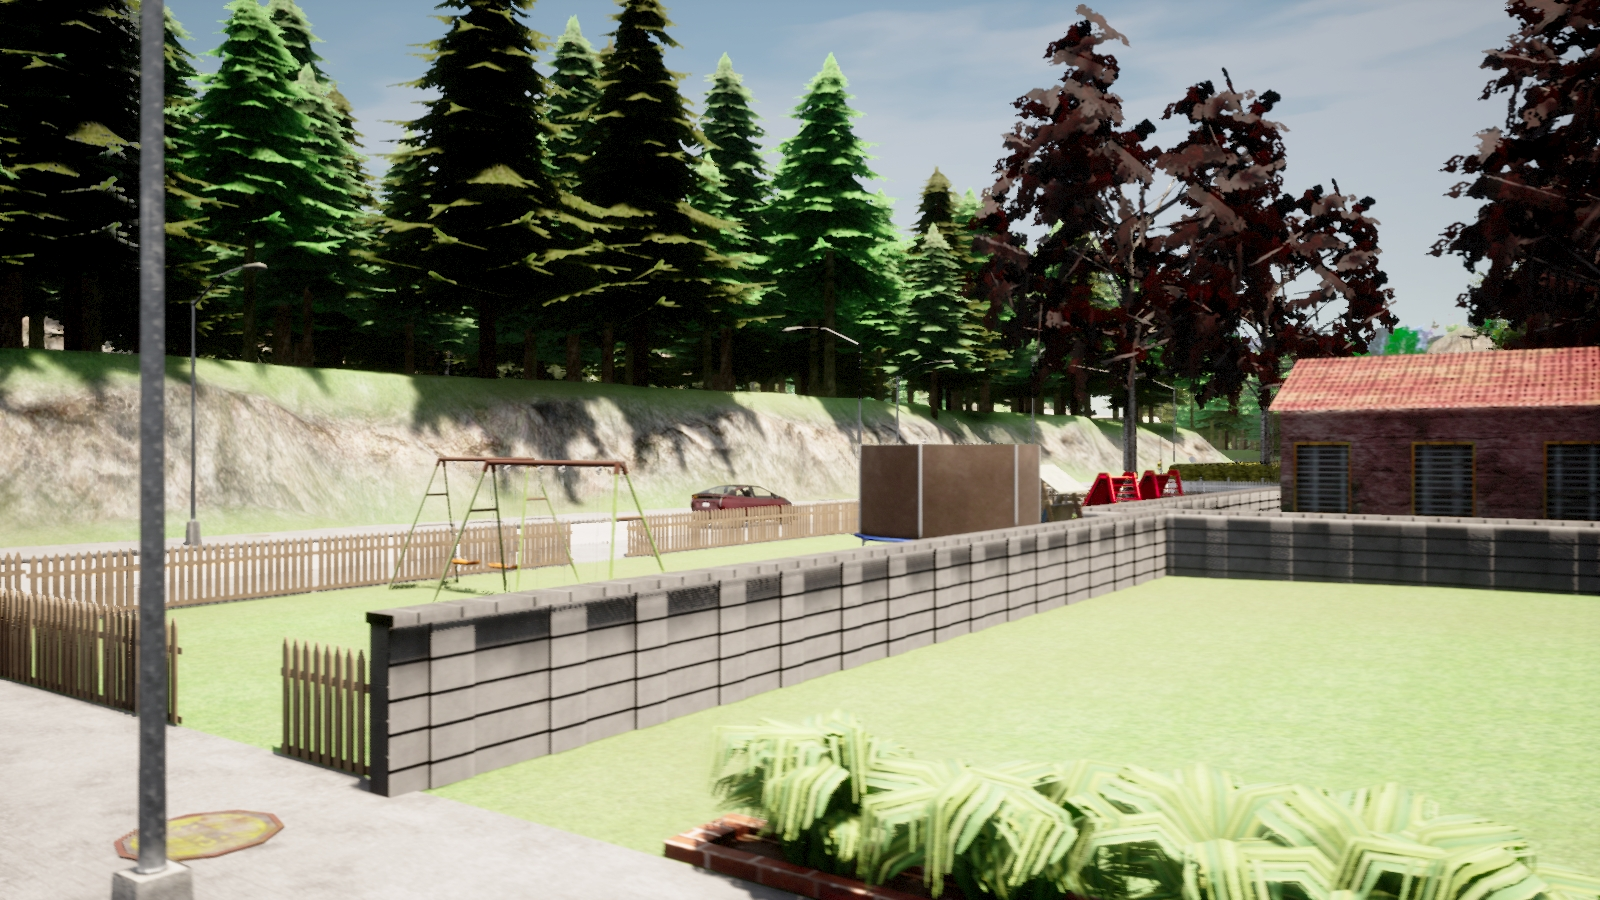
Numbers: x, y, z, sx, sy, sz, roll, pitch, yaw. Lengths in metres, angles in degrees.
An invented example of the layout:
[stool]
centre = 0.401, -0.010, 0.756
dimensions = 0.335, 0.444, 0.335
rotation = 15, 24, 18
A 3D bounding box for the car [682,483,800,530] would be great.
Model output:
[car]
centre = -2.117, 2.039, 42.327
dimensions = 2.007, 1.525, 4.514
rotation = 0, 0, 35
